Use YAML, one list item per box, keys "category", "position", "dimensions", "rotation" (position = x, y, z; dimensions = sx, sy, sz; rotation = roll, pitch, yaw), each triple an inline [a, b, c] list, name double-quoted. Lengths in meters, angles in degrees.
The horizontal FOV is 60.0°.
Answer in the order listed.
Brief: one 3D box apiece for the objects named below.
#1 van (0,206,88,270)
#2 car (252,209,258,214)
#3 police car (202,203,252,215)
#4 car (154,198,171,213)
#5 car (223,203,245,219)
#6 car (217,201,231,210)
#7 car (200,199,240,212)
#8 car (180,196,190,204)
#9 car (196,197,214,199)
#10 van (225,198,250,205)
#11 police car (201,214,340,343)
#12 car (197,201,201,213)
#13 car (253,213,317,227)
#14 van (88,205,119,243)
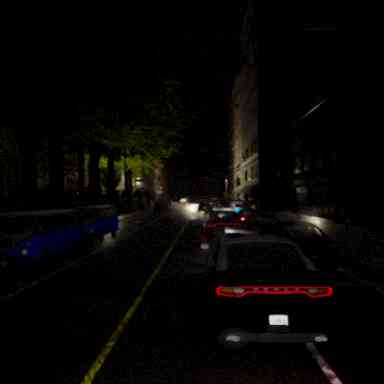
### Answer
- category: "van"
  position: [-5.187, 1.505, 11.391]
  dimensions: [1.690, 1.788, 3.998]
  rotation: [-1, -1, 2]
- category: "car"
  position: [3.546, 1.731, 16.755]
  dimensions: [1.802, 1.307, 4.206]
  rotation: [-1, -1, 2]
- category: "police car"
  position: [1.593, 1.592, 16.911]
  dimensions: [1.930, 1.638, 5.238]
  rotation: [0, -1, 2]
- category: "car"
  position: [-3.930, 1.804, 45.314]
  dimensions: [2.192, 1.841, 5.009]
  rotation: [-1, -1, 2]
- category: "car"
  position: [4.173, 1.858, 33.725]
  dimensions: [1.887, 1.381, 4.507]
  rotation: [-1, -1, 2]
- category: "car"
  position: [4.802, 2.035, 50.694]
  dimensions: [1.947, 1.339, 4.313]
  rotation: [-1, -1, 2]
- category: "car"
  position: [1.809, 1.575, 22.767]
  dimensions: [2.097, 1.767, 4.553]
  rotation: [0, -1, 2]
- category: "car"
  position: [-2.319, 2.393, 88.800]
  dimensions: [1.752, 1.417, 4.829]
  rotation: [-1, -1, 2]
- category: "car"
  position: [2.190, 2.042, 57.358]
  dimensions: [2.128, 1.511, 4.902]
  rotation: [0, -1, 2]
- category: "van"
  position: [3.962, 1.601, 28.070]
  dimensions: [1.690, 1.788, 3.998]
  rotation: [-1, -1, 2]
- category: "police car"
  position: [1.223, 1.491, 6.919]
  dimensions: [1.930, 1.638, 5.238]
  rotation: [0, -1, 2]
- category: "car"
  position: [1.719, 1.997, 44.123]
  dimensions: [1.994, 1.385, 4.181]
  rotation: [0, 0, 3]
- category: "car"
  position: [3.336, 1.637, 11.099]
  dimensions: [1.887, 1.381, 4.507]
  rotation: [-1, -1, 2]
- category: "van"
  position: [-4.977, 1.562, 17.045]
  dimensions: [1.690, 1.788, 3.998]
  rotation: [-1, -1, 2]
